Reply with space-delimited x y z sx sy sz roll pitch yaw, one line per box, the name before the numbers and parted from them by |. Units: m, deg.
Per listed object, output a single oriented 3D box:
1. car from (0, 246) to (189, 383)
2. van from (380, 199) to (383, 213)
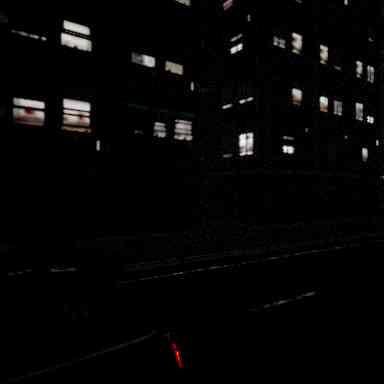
car | -2.249 1.347 2.083 4.553 1.767 2.097 0 0 -36
van | 24.817 1.877 45.189 1.690 1.788 3.998 -1 0 -36
